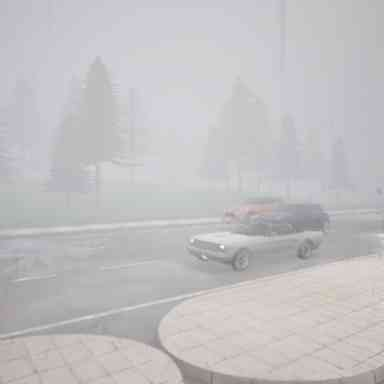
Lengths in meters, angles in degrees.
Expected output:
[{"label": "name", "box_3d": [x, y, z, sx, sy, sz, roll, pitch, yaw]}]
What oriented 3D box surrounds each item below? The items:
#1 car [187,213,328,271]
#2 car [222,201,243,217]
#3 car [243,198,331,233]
[{"label": "car", "box_3d": [2.171, 1.588, 10.971, 4.718, 1.301, 1.895, 0, 0, -35]}, {"label": "car", "box_3d": [4.009, 1.049, 20.782, 4.553, 1.767, 2.097, 0, 0, -35]}, {"label": "car", "box_3d": [5.188, 1.334, 17.416, 4.553, 1.767, 2.097, 0, 0, -35]}]
